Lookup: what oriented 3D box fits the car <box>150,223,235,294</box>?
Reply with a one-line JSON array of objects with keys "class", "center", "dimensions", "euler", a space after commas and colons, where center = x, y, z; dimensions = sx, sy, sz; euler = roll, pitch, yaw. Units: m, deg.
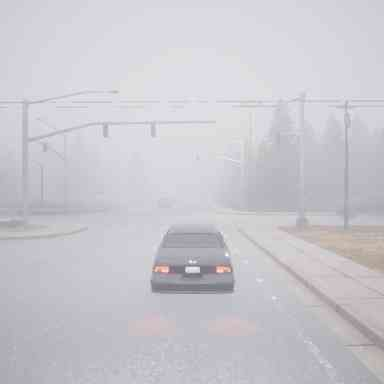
[{"class": "car", "center": [0.031, 1.545, 8.940], "dimensions": [2.033, 1.411, 5.357], "euler": [0, 0, 0]}]

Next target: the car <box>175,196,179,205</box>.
[{"class": "car", "center": [-3.688, 1.491, 54.717], "dimensions": [2.128, 1.511, 4.902], "euler": [0, 0, 0]}]

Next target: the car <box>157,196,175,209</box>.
[{"class": "car", "center": [-3.693, 1.505, 45.065], "dimensions": [1.837, 1.490, 4.892], "euler": [0, 0, 0]}]

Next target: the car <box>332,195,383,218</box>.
[{"class": "car", "center": [15.536, 1.248, 29.592], "dimensions": [5.566, 2.045, 2.150], "euler": [0, 0, 1]}]
